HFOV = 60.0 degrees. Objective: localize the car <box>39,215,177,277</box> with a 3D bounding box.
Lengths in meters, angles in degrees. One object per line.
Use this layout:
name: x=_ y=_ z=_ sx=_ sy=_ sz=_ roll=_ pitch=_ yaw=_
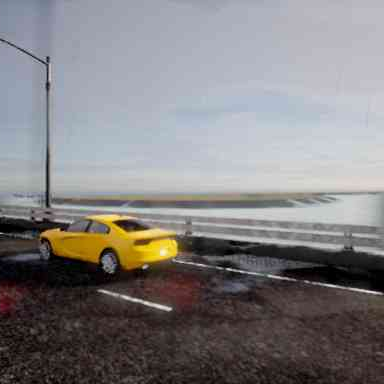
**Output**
car: x=-2.772 y=1.447 z=10.293 sx=5.008 sy=1.535 sz=1.882 roll=0 pitch=0 yaw=36
